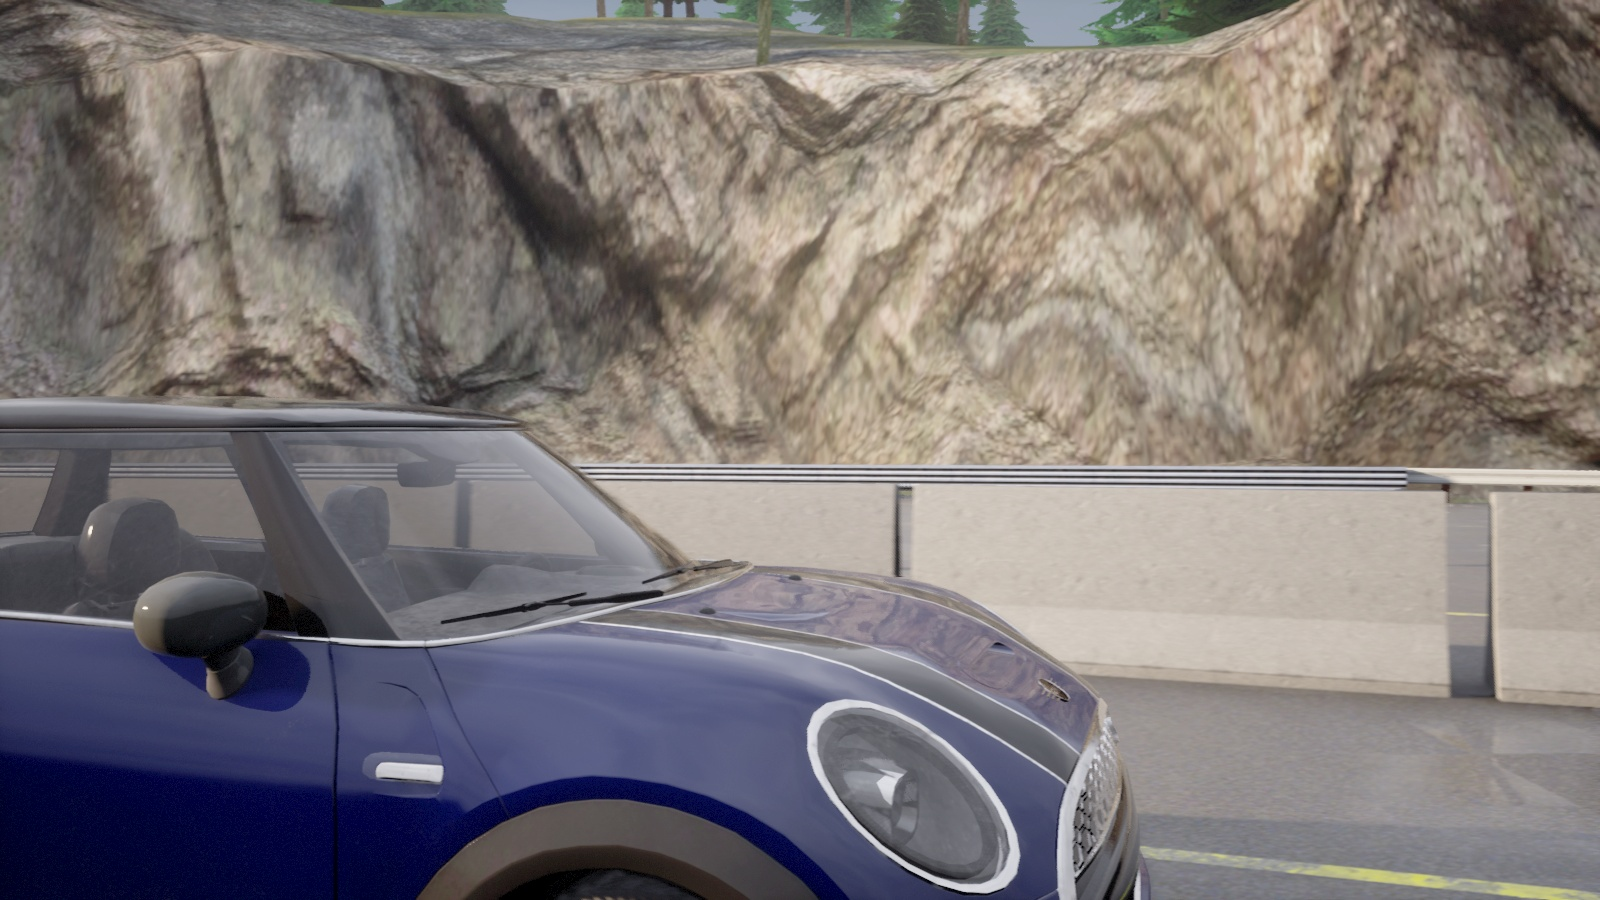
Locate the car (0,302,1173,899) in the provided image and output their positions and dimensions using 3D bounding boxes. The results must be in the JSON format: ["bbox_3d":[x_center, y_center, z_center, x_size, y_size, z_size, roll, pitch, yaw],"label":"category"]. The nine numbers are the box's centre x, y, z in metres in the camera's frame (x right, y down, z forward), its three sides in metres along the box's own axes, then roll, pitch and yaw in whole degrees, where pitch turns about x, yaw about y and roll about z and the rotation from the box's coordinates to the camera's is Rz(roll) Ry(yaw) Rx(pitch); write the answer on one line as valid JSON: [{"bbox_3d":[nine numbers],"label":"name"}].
[{"bbox_3d":[-1.319,0.621,3.631,4.553,1.767,2.097,1,1,17],"label":"car"}]
